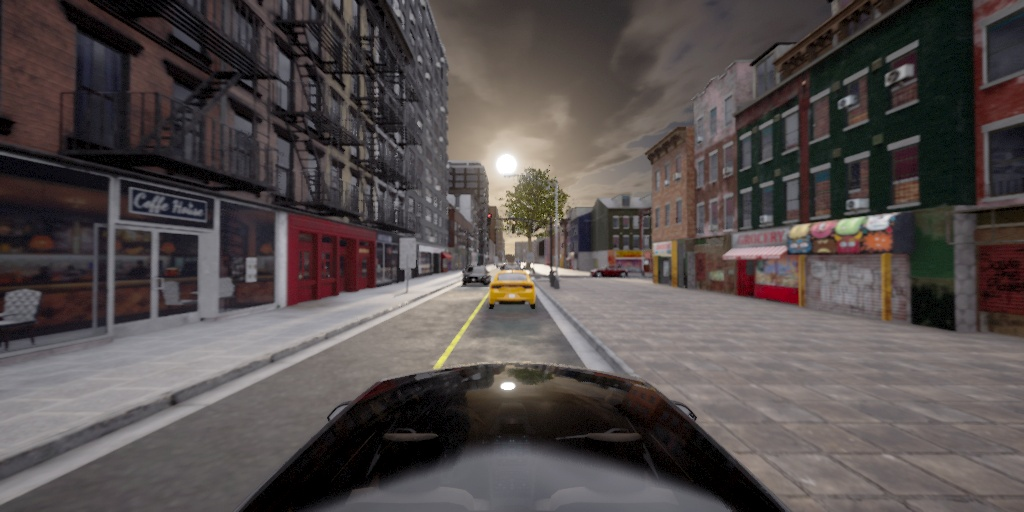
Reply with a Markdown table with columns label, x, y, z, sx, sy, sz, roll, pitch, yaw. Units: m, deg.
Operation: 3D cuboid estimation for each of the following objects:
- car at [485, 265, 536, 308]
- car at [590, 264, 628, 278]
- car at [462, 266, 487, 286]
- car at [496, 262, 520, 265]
| label | x | y | z | sx | sy | sz | roll | pitch | yaw |
| --- | --- | --- | --- | --- | --- | --- | --- | --- | --- |
| car | 0.024 | 1.376 | 16.092 | 1.882 | 1.535 | 5.008 | 0 | 0 | 1 |
| car | 10.914 | 1.673 | 40.755 | 4.097 | 1.591 | 1.967 | 0 | 0 | 0 |
| car | -2.774 | 1.536 | 28.417 | 1.837 | 1.490 | 4.892 | 0 | -1 | 0 |
| car | 0.014 | 1.400 | 30.278 | 2.097 | 1.767 | 4.553 | 0 | -1 | 0 |
